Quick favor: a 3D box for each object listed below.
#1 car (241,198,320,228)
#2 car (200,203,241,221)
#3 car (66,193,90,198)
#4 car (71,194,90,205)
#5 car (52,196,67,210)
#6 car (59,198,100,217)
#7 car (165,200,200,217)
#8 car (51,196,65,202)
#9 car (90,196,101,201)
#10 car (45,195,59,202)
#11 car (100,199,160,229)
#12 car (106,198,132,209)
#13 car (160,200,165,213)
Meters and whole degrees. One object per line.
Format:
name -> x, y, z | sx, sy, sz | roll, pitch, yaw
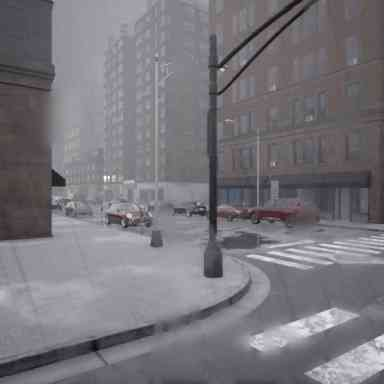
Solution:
car -> 5.998, 1.315, 22.152 | 2.192, 1.841, 5.009 | 0, 0, -35
car -> 2.818, 1.577, 26.668 | 1.802, 1.307, 4.206 | 0, 0, -35
car -> -18.222, 1.181, 51.756 | 2.150, 2.045, 5.566 | 0, 0, -35
car -> -20.052, 1.304, 59.591 | 2.097, 1.767, 4.553 | 0, 0, -35
car -> -16.862, 1.515, 39.810 | 1.887, 1.381, 4.507 | 0, 0, -35
car -> -10.500, 1.533, 30.774 | 2.008, 1.369, 4.403 | 0, 0, -35
car -> -0.362, 1.556, 31.184 | 1.947, 1.339, 4.313 | 0, 0, -35
car -> -28.983, 1.484, 71.832 | 2.008, 1.369, 4.403 | 0, 0, -35
car -> -16.013, 1.464, 53.911 | 1.837, 1.490, 4.892 | 0, 0, -35
car -> -32.163, 1.478, 76.348 | 2.008, 1.369, 4.403 | 0, 0, -35
car -> -4.138, 1.433, 21.739 | 1.967, 1.590, 4.097 | 0, 0, -35
car -> -9.902, 1.538, 44.734 | 1.947, 1.339, 4.313 | 0, 0, -35
car -> -3.542, 1.535, 35.702 | 2.008, 1.369, 4.403 | 0, 0, -35
